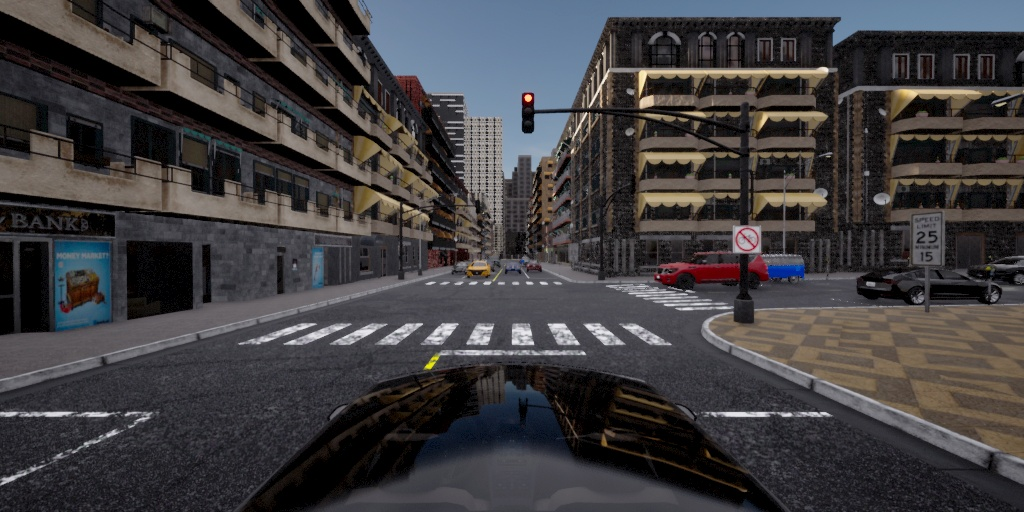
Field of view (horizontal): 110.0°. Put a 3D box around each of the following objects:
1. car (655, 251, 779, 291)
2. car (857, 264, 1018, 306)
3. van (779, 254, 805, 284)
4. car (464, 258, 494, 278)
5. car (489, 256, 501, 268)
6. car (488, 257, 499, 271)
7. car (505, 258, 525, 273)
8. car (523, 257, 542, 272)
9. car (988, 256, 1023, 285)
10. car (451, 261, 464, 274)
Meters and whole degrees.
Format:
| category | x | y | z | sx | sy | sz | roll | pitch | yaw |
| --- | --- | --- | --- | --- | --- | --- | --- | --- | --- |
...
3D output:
| category | x | y | z | sx | sy | sz | roll | pitch | yaw |
| --- | --- | --- | --- | --- | --- | --- | --- | --- | --- |
| car | 10.832 | 0.759 | 19.634 | 5.566 | 2.045 | 2.150 | -1 | 0 | 3 |
| car | 15.777 | 1.077 | 13.725 | 4.313 | 1.339 | 1.948 | 0 | 0 | -1 |
| van | 15.662 | 0.782 | 22.104 | 3.998 | 1.789 | 1.690 | 0 | 0 | -1 |
| car | -3.088 | 1.230 | 34.057 | 1.882 | 1.535 | 5.008 | 0 | 0 | 0 |
| car | -3.054 | 0.984 | 59.402 | 2.150 | 2.045 | 5.566 | 0 | 1 | 0 |
| car | -3.079 | 1.249 | 45.432 | 2.128 | 1.511 | 4.902 | 0 | 0 | 0 |
| car | 0.118 | 1.304 | 42.963 | 2.033 | 1.411 | 5.357 | 0 | 0 | 0 |
| car | 2.706 | 1.198 | 45.516 | 1.967 | 1.591 | 4.097 | 0 | 0 | 0 |
| car | 28.137 | 0.744 | 19.677 | 5.008 | 1.535 | 1.882 | -1 | 0 | -1 |
| car | -5.676 | 1.305 | 39.997 | 2.007 | 1.370 | 4.403 | 0 | 0 | 0 |
